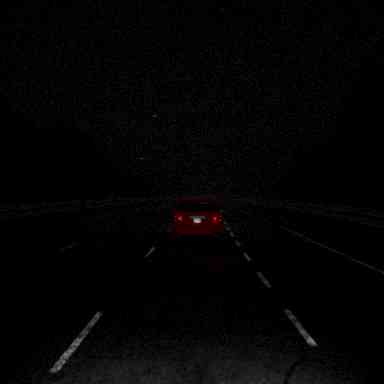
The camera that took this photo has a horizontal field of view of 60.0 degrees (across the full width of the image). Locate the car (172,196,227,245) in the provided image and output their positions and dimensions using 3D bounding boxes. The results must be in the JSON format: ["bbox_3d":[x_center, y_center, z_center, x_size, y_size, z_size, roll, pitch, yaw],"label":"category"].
[{"bbox_3d":[0.308,1.227,15.760,2.150,2.045,5.566,0,0,2],"label":"car"}]

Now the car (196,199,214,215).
[{"bbox_3d":[1.456,1.553,35.656,1.812,1.442,4.674,0,0,4],"label":"car"}]

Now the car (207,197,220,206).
[{"bbox_3d":[3.882,1.621,59.142,2.033,1.411,5.357,0,0,7],"label":"car"}]
